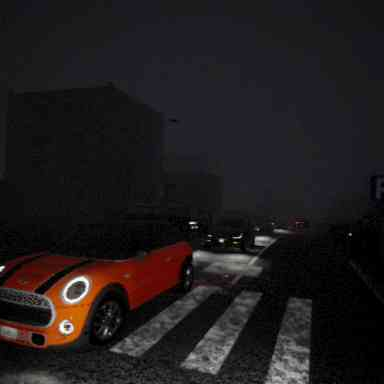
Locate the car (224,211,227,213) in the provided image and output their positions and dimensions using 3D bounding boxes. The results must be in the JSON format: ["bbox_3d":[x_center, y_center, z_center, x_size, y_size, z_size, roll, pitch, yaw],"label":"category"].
[{"bbox_3d":[-0.100,2.161,24.694,4.553,1.767,2.185,2,-3,18],"label":"car"}]

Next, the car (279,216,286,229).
[{"bbox_3d":[10.654,4.014,42.459,1.895,1.301,4.718,2,-4,19],"label":"car"}]

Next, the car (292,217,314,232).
[{"bbox_3d":[12.989,3.851,39.574,2.128,1.511,4.902,2,-4,18],"label":"car"}]

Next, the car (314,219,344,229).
[{"bbox_3d":[23.907,5.537,58.068,4.674,1.452,2.002,2,-4,18],"label":"car"}]

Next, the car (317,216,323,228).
[{"bbox_3d":[17.074,3.881,36.853,5.366,1.575,1.946,2,-4,18],"label":"car"}]

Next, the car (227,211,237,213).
[{"bbox_3d":[0.604,2.489,27.518,5.366,1.575,1.946,2,-4,18],"label":"car"}]

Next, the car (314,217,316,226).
[{"bbox_3d":[19.522,4.486,44.848,4.892,1.521,2.231,2,-4,18],"label":"car"}]

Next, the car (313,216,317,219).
[{"bbox_3d":[22.193,5.101,52.900,5.008,1.535,2.097,2,-4,18],"label":"car"}]

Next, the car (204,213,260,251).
[{"bbox_3d":[2.045,1.993,16.723,1.837,1.490,4.892,2,-3,18],"label":"car"}]

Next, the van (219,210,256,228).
[{"bbox_3d":[5.897,3.472,43.245,4.442,1.987,1.878,2,-4,18],"label":"van"}]

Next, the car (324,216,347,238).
[{"bbox_3d":[11.623,2.413,21.067,5.566,2.045,2.435,2,-4,18],"label":"car"}]

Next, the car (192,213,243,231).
[{"bbox_3d":[2.533,2.941,32.740,4.674,1.452,2.002,2,-4,18],"label":"car"}]

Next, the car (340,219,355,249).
[{"bbox_3d":[9.916,2.316,15.761,4.792,1.488,2.163,2,-3,18],"label":"car"}]

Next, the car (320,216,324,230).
[{"bbox_3d":[15.320,3.476,31.564,5.366,1.575,1.946,2,-4,18],"label":"car"}]

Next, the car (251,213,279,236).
[{"bbox_3d":[5.915,2.824,28.368,2.128,1.511,4.902,2,-4,19],"label":"car"}]

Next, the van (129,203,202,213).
[{"bbox_3d":[-1.983,1.682,19.475,4.442,1.987,1.878,2,-3,18],"label":"van"}]

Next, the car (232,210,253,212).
[{"bbox_3d":[5.106,3.247,40.576,5.566,2.045,2.435,2,-4,18],"label":"car"}]

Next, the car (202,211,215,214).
[{"bbox_3d":[-1.017,2.088,22.057,5.008,1.535,2.097,2,-3,18],"label":"car"}]

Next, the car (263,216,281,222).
[{"bbox_3d":[22.348,7.510,92.614,4.792,1.488,2.163,2,-4,18],"label":"car"}]

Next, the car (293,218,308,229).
[{"bbox_3d":[16.140,4.653,49.402,2.033,1.411,5.357,2,-4,18],"label":"car"}]

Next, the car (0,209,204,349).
[{"bbox_3d":[-1.610,1.371,6.577,2.097,1.767,4.553,2,-1,22],"label":"car"}]

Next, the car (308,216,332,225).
[{"bbox_3d":[33.542,7.471,87.186,5.566,2.045,2.435,2,-4,18],"label":"car"}]

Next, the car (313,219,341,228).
[{"bbox_3d":[25.691,5.932,63.351,4.792,1.488,2.163,2,-4,18],"label":"car"}]

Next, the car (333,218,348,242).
[{"bbox_3d":[10.778,2.470,18.454,5.008,1.535,2.097,2,-4,18],"label":"car"}]

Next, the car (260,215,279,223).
[{"bbox_3d":[19.607,6.709,84.141,4.553,1.767,2.185,2,-4,18],"label":"car"}]

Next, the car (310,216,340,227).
[{"bbox_3d":[27.458,6.057,68.656,5.566,2.045,2.435,2,-4,18],"label":"car"}]

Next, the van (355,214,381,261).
[{"bbox_3d":[9.134,1.904,13.105,4.442,1.987,1.878,2,-3,18],"label":"van"}]

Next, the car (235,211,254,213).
[{"bbox_3d":[4.460,3.308,37.970,5.366,1.575,1.946,2,-4,18],"label":"car"}]

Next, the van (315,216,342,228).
[{"bbox_3d":[24.911,5.477,60.691,4.442,1.987,1.878,2,-4,18],"label":"van"}]

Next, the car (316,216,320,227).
[{"bbox_3d":[18.628,4.157,42.221,4.553,1.767,2.185,2,-4,18],"label":"car"}]
